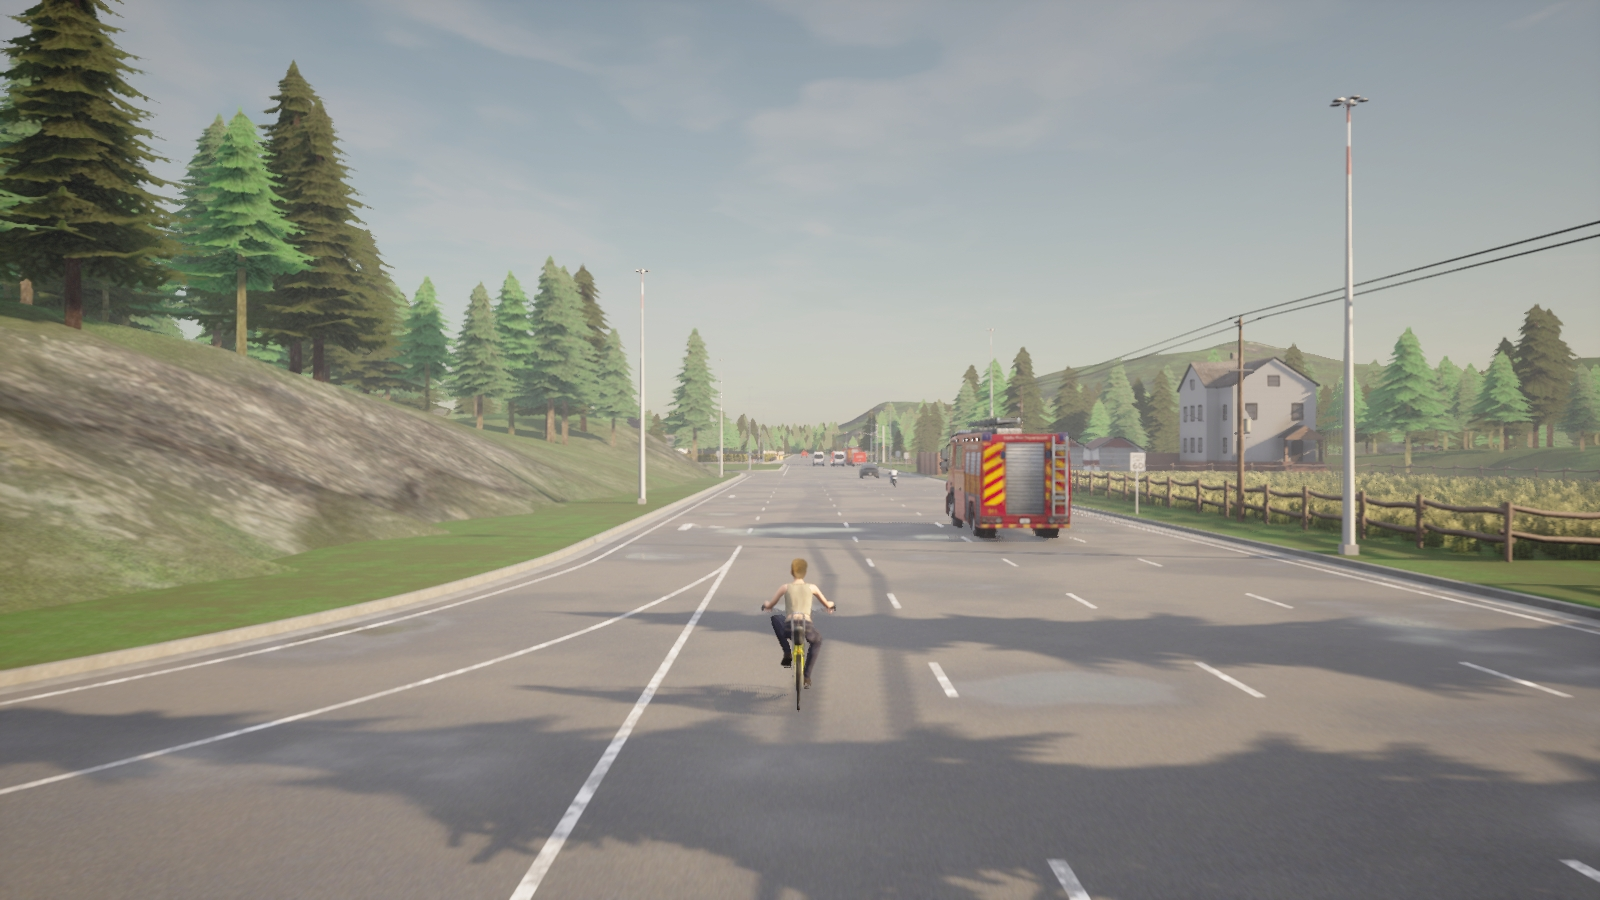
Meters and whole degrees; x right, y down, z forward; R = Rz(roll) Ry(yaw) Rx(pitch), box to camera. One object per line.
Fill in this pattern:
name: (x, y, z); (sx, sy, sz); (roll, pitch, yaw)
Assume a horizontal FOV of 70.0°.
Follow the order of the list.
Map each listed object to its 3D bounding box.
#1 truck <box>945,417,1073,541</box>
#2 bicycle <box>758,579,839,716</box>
truck: (6.986, 0.907, 39.504); (2.891, 3.827, 8.468); (0, 0, 0)
bicycle: (-0.014, 2.163, 12.792); (0.859, 1.276, 1.487); (0, 0, 0)
